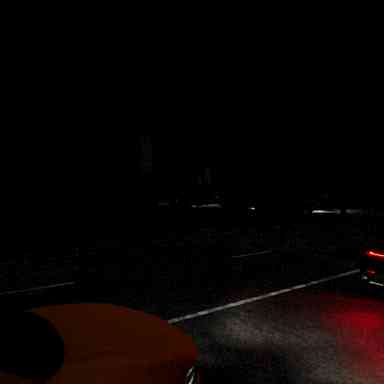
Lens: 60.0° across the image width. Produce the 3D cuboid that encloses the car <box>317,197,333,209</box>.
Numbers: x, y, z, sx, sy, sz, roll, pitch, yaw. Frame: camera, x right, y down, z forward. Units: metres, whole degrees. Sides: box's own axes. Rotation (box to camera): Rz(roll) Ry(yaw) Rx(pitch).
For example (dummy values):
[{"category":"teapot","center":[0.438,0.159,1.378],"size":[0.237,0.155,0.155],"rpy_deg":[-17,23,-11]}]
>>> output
[{"category":"car","center":[13.429,1.234,39.150],"size":[1.882,1.535,5.008],"rpy_deg":[-1,0,-39]}]

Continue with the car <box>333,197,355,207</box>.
[{"category":"car","center":[18.690,1.295,43.854],"size":[1.895,1.301,4.718],"rpy_deg":[-1,0,-37]}]

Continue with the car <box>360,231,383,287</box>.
[{"category":"car","center":[5.930,1.468,7.976],"size":[4.892,1.490,1.837],"rpy_deg":[0,0,-35]}]

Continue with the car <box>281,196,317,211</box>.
[{"category":"car","center":[11.019,1.350,36.564],"size":[1.994,1.385,4.181],"rpy_deg":[-1,0,-39]}]

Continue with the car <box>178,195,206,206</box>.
[{"category":"car","center":[-0.542,1.300,50.979],"size":[1.837,1.490,4.892],"rpy_deg":[-1,0,-39]}]

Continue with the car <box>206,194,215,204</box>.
[{"category":"car","center":[0.972,1.256,54.690],"size":[2.128,1.511,4.902],"rpy_deg":[-1,0,-39]}]

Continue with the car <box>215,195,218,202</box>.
[{"category":"car","center":[3.190,1.197,63.410],"size":[2.128,1.511,4.902],"rpy_deg":[-1,0,-39]}]

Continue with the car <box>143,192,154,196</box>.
[{"category":"car","center":[-8.447,1.016,60.931],"size":[2.150,2.045,5.566],"rpy_deg":[-1,1,-38]}]

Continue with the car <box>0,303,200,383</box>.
[{"category":"car","center":[-2.201,1.478,2.158],"size":[5.008,1.535,1.882],"rpy_deg":[0,0,-36]}]
